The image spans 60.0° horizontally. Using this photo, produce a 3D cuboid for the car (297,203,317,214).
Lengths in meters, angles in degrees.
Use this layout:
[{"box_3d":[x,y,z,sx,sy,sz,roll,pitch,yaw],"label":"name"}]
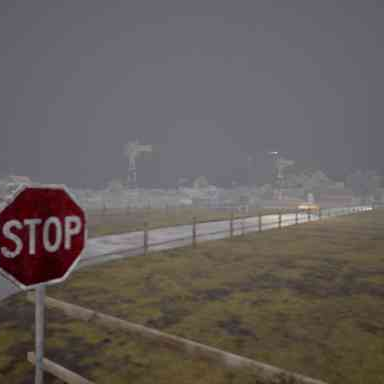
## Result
[{"box_3d":[16.623,2.306,48.030,1.882,1.535,5.008,1,-1,36],"label":"car"}]
